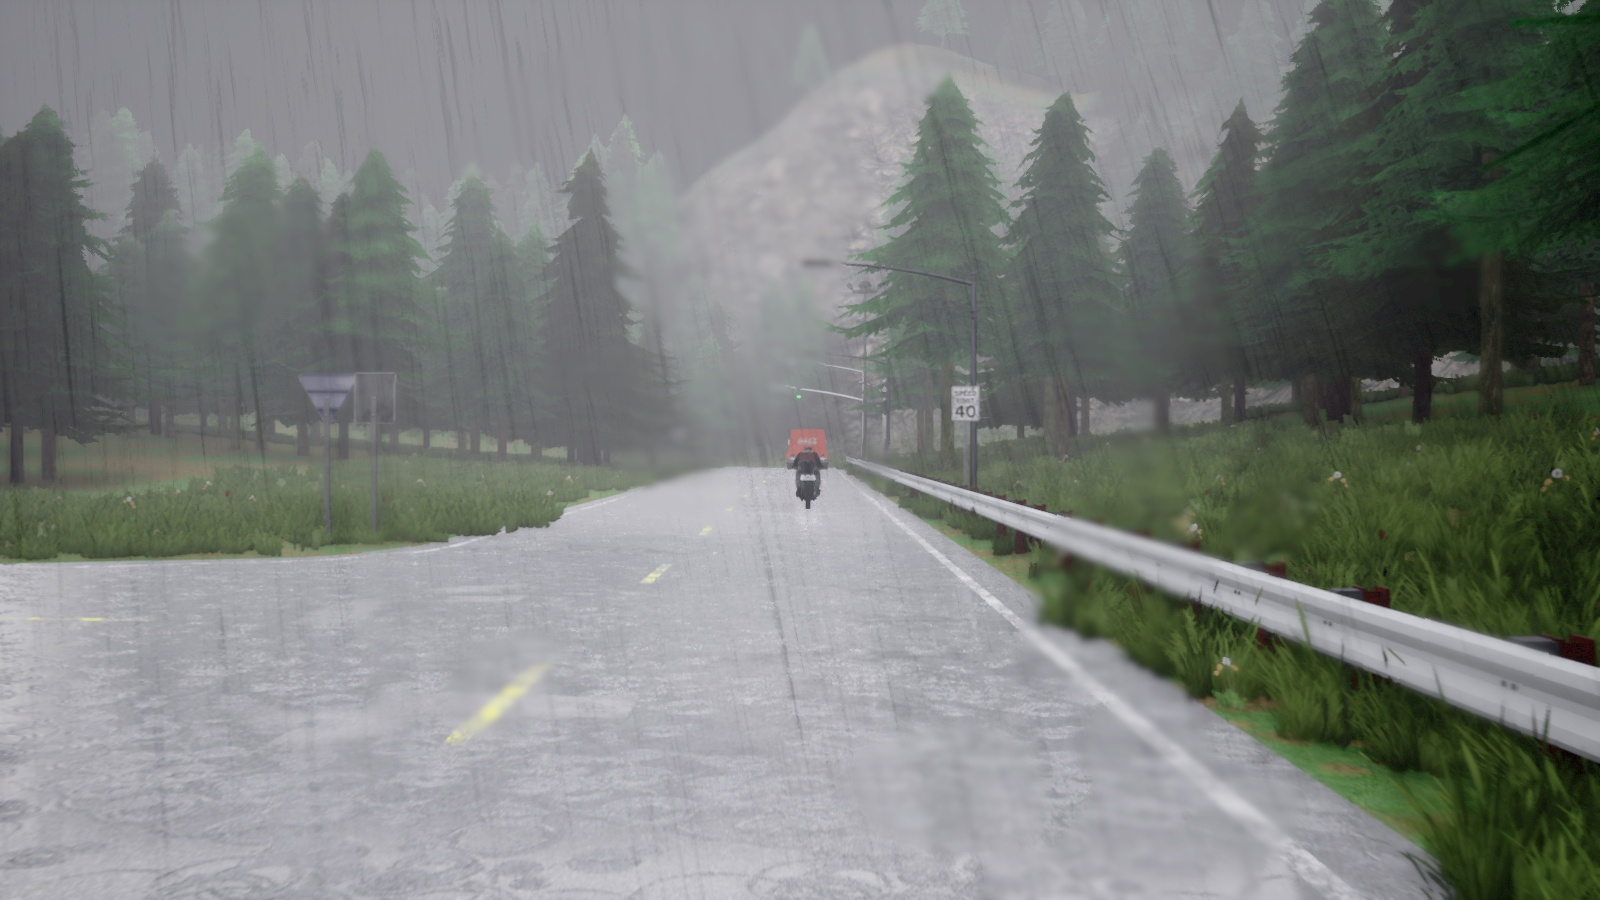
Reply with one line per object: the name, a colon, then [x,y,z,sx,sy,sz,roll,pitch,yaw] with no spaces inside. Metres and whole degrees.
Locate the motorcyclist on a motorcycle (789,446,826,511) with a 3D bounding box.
motorcyclist on a motorcycle: [0.193,0.660,30.591,0.866,1.530,2.191,0,0,0]

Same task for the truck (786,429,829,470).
truck: [0.456,-0.052,78.254,2.627,2.467,5.204,0,0,0]
